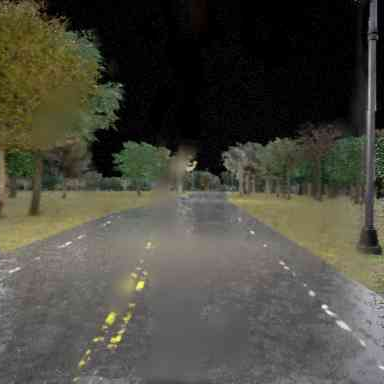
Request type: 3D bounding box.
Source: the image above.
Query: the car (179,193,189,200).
[{"bbox_3d":[-1.739,1.084,76.961,1.837,1.490,4.892,1,0,4],"label":"car"}]
